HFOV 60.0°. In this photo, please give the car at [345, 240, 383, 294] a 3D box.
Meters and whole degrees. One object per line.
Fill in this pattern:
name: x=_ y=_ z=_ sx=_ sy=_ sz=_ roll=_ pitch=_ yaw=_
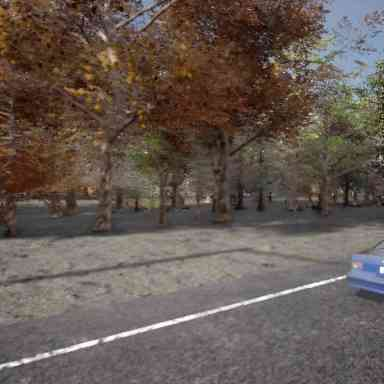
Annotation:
car: x=5.823 y=1.590 z=7.907 sx=5.357 sy=1.411 sz=2.033 roll=0 pitch=0 yaw=-36
